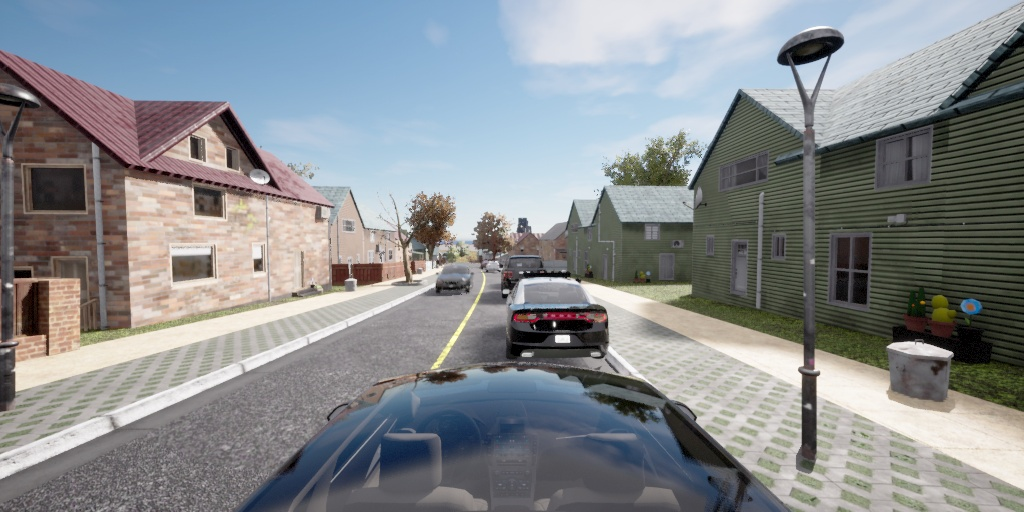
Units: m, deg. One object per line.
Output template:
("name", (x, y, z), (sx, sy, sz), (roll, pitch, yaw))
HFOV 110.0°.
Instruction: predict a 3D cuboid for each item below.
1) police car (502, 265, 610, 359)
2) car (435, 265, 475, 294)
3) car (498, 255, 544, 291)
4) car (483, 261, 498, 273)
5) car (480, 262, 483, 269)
("police car", (0.803, 1.174, 8.534), (1.930, 1.638, 5.238), (0, 0, -1))
("car", (-3.210, 1.283, 20.645), (1.837, 1.490, 4.892), (0, 0, -3))
("car", (0.529, 0.987, 18.515), (2.150, 2.045, 5.566), (0, 0, -2))
("car", (-2.516, 1.410, 47.592), (1.812, 1.442, 4.674), (0, 0, -6))
("car", (-4.390, 1.508, 61.472), (1.812, 1.442, 4.674), (0, 0, -9))
